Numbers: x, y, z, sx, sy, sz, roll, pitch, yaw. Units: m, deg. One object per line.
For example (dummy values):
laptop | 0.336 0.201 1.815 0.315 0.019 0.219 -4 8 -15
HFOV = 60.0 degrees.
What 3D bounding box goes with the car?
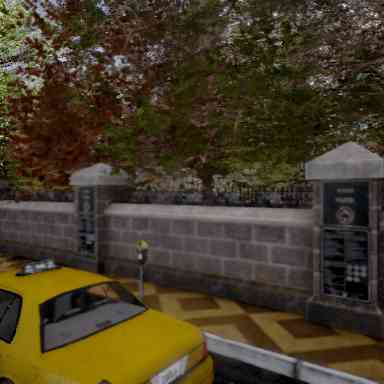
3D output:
car | -2.072 1.535 4.195 4.829 1.417 1.752 0 0 35
